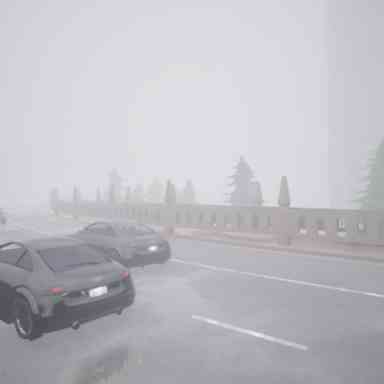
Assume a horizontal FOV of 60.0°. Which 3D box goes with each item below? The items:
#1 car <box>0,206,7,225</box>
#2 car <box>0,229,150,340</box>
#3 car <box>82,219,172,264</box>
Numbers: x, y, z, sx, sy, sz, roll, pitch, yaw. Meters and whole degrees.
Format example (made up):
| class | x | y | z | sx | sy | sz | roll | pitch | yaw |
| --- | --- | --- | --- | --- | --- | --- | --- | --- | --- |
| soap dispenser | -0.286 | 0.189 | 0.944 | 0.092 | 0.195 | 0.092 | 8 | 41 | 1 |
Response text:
| class | x | y | z | sx | sy | sz | roll | pitch | yaw |
| --- | --- | --- | --- | --- | --- | --- | --- | --- | --- |
| car | -14.604 | 1.619 | 23.990 | 2.033 | 1.411 | 5.357 | 0 | 0 | -36 |
| car | -3.061 | 1.584 | 6.678 | 4.181 | 1.385 | 1.994 | 0 | 0 | 40 |
| car | -2.628 | 1.599 | 10.916 | 4.181 | 1.385 | 1.994 | 0 | 0 | 41 |
